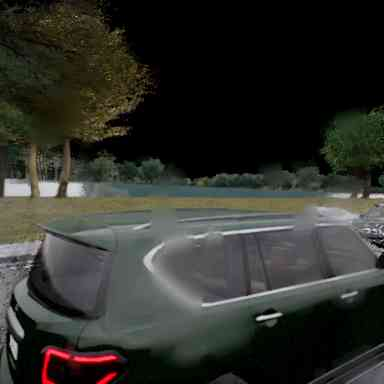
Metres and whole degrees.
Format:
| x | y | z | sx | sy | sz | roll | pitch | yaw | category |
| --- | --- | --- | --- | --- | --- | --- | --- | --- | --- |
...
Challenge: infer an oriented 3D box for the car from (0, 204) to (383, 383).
| x | y | z | sx | sy | sz | roll | pitch | yaw | category |
| --- | --- | --- | --- | --- | --- | --- | --- | --- | --- |
| 0.853 | 1.214 | 4.045 | 5.566 | 2.045 | 2.150 | 0 | 0 | -36 | car |

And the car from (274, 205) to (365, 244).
| x | y | z | sx | sy | sz | roll | pitch | yaw | category |
| --- | --- | --- | --- | --- | --- | --- | --- | --- | --- |
| 6.271 | 1.453 | 16.140 | 4.674 | 1.442 | 1.812 | -1 | 0 | -35 | car |
